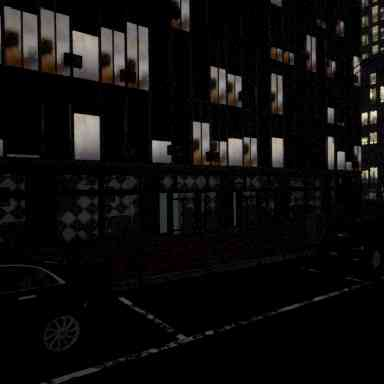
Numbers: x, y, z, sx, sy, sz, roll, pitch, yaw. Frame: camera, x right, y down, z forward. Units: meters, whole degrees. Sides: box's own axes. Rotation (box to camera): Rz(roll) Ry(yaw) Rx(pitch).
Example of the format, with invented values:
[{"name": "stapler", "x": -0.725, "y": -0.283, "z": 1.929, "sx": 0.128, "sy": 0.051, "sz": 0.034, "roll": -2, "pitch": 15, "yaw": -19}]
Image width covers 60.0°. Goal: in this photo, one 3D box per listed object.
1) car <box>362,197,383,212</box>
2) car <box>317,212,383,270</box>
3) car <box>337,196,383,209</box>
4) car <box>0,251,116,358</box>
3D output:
[{"name": "car", "x": 18.028, "y": 1.442, "z": 34.331, "sx": 1.994, "sy": 1.385, "sz": 4.181, "roll": -1, "pitch": 1, "yaw": -35}, {"name": "car", "x": 5.943, "y": 1.542, "z": 10.979, "sx": 4.507, "sy": 1.381, "sz": 1.887, "roll": 0, "pitch": -1, "yaw": -36}, {"name": "car", "x": 20.525, "y": 1.275, "z": 40.839, "sx": 1.752, "sy": 1.417, "sz": 4.829, "roll": -1, "pitch": 1, "yaw": -35}, {"name": "car", "x": -3.230, "y": 1.551, "z": 4.398, "sx": 4.403, "sy": 1.369, "sz": 2.008, "roll": 0, "pitch": -1, "yaw": -36}]
